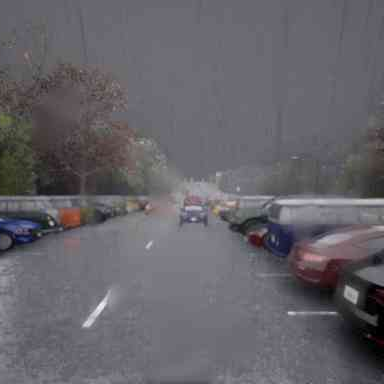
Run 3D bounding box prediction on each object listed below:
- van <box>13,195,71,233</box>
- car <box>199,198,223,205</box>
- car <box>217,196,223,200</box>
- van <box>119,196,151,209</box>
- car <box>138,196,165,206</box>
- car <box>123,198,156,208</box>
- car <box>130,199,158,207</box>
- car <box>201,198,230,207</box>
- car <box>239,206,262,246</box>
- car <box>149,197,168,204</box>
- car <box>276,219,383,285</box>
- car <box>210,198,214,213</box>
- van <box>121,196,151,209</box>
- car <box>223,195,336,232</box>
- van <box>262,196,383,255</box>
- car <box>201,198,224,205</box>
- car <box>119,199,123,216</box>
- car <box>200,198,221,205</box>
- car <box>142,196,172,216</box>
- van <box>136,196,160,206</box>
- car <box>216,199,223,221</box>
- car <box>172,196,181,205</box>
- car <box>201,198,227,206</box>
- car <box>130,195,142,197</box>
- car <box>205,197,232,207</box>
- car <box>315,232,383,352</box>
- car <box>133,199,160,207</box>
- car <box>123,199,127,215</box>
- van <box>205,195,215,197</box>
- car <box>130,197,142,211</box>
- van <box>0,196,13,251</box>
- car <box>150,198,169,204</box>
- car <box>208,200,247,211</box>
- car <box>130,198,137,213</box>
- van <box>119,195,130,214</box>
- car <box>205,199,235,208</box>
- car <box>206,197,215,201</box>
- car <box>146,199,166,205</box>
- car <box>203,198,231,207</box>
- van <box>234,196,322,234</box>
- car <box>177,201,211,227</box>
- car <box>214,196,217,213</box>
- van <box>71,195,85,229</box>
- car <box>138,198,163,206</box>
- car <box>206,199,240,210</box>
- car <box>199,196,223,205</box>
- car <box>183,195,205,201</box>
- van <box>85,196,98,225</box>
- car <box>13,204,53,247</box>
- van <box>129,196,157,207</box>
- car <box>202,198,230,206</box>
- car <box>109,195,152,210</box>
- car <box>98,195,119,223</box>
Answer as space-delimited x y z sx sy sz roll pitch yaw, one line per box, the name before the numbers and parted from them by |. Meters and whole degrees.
van | -8.425 1.188 15.785 4.442 1.987 1.878 0 0 0
car | 4.346 2.210 76.826 5.366 1.575 1.946 0 -1 0
car | 4.568 1.408 26.872 4.553 1.767 2.185 0 -1 0
van | -8.429 1.552 49.158 4.442 1.987 1.878 0 -1 0
car | -8.577 1.854 71.310 5.566 2.045 2.435 0 -1 0
car | -8.551 1.839 54.695 5.008 1.535 2.097 0 -1 0
car | -8.576 1.938 60.232 4.792 1.488 2.163 0 -1 0
car | 4.347 1.946 62.950 5.366 1.575 1.946 0 -1 0
car | 4.509 1.441 13.016 4.792 1.488 2.163 0 0 0
car | -8.581 2.249 85.030 4.553 1.767 2.185 0 -1 0
car | 4.536 1.481 7.458 4.674 1.452 2.002 0 0 0
car | 4.722 1.592 32.422 5.366 1.575 1.946 0 -1 0
van | -8.662 1.583 51.928 4.442 1.987 1.878 0 -1 0
car | 4.510 1.161 15.769 5.566 2.045 2.435 0 -1 0
van | 4.655 1.200 10.232 4.442 1.987 1.878 0 0 0
car | 4.525 2.160 74.050 4.892 1.521 2.231 0 -1 0
car | -8.538 1.536 26.995 5.008 1.535 2.097 0 -1 0
car | 4.525 2.322 82.377 5.008 1.535 2.097 0 -1 0
car | -3.597 1.491 34.668 2.097 1.767 4.553 0 -1 0
van | -8.664 1.771 65.647 4.442 1.987 1.878 0 -1 0
car | 4.543 1.503 24.094 5.008 1.535 2.097 0 -1 0
car | -3.509 2.187 76.361 1.837 1.490 4.892 0 -1 0
car | 4.717 2.101 71.275 5.366 1.575 1.946 0 -1 0
car | -8.517 1.466 43.619 5.566 2.045 2.435 0 -1 0
car | 4.502 1.744 57.405 4.553 1.767 2.185 0 -1 0
car | 4.569 1.484 4.680 4.792 1.488 2.163 0 0 0
car | -8.576 1.978 62.871 4.792 1.488 2.163 0 -1 0
car | -8.541 1.607 29.765 4.674 1.452 2.002 0 -1 0
van | 4.417 1.581 51.857 4.442 1.987 1.878 0 -1 0
car | -8.539 1.657 38.075 5.008 1.535 2.097 0 -1 0
van | -8.424 1.201 10.393 4.442 1.987 1.878 0 0 0
car | -8.545 2.429 87.798 5.008 1.535 2.097 0 -1 0
car | 4.564 1.745 43.526 4.792 1.488 2.163 0 -1 0
car | -8.547 1.666 35.180 4.674 1.452 2.002 0 -1 0
van | -8.660 1.370 32.412 4.442 1.987 1.878 0 -1 0
car | 4.504 1.867 54.631 4.792 1.488 2.163 0 -1 0
car | 4.721 1.682 40.750 5.366 1.575 1.946 0 -1 0
car | -8.546 2.309 79.612 4.674 1.452 2.002 0 -1 0
car | 4.539 1.907 60.183 4.892 1.521 2.231 0 -1 0
van | 4.654 1.217 18.545 4.442 1.987 1.878 0 -1 0
car | 0.097 1.534 22.646 1.812 1.442 4.674 0 -1 0
car | 4.568 1.439 29.648 4.553 1.767 2.185 0 -1 0
van | -8.659 1.220 18.687 4.442 1.987 1.878 0 -1 0
car | -8.519 2.081 68.535 4.792 1.488 2.163 0 -1 0
car | 4.563 1.806 49.078 4.792 1.488 2.163 0 -1 0
car | 4.502 2.016 79.607 5.566 2.045 2.435 0 -1 0
car | 0.089 1.423 40.101 2.150 2.045 5.566 0 0 0
van | -8.659 1.249 21.332 4.442 1.987 1.878 0 -1 0
car | -8.547 1.412 13.164 5.008 1.535 2.097 0 0 0
van | -8.438 1.646 57.484 4.442 1.987 1.878 0 -1 0
car | 4.718 1.992 65.603 5.366 1.575 1.946 0 -1 0
car | -8.517 1.497 46.389 5.566 2.045 2.435 0 -1 0
car | -8.515 1.253 24.103 5.566 2.045 2.435 0 -1 0
